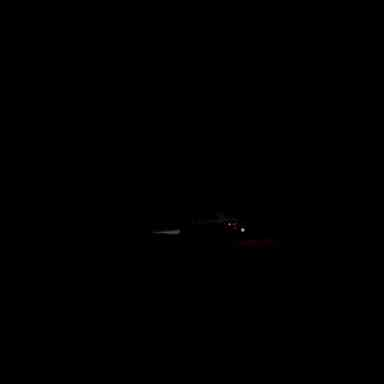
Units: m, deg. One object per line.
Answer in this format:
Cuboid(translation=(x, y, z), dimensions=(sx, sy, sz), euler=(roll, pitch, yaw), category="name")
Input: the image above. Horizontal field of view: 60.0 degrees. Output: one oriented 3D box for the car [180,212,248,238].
Cuboid(translation=(1.268, 1.931, 20.304), dimensions=(1.812, 1.442, 4.674), euler=(2, -2, -42), category="car")
